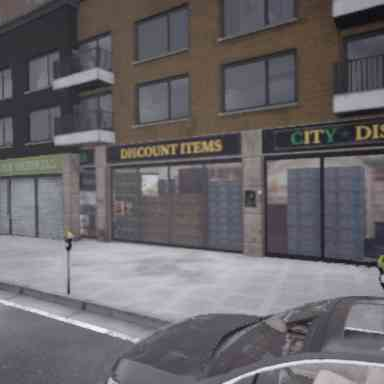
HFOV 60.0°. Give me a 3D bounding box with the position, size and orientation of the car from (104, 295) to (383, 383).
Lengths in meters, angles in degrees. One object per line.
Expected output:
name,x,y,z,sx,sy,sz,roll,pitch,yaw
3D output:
car,1.267,1.496,2.312,4.403,1.369,2.008,-1,1,32
